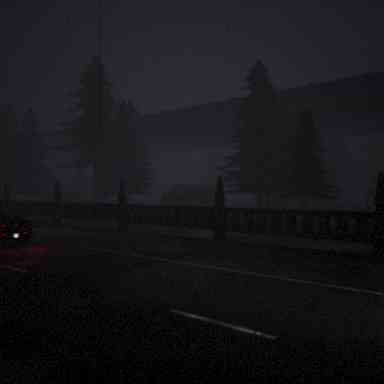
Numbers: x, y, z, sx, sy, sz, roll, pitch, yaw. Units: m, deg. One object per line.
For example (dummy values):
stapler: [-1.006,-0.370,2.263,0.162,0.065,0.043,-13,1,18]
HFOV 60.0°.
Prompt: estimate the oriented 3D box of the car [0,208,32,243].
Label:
car: [-9.009,1.479,14.712,4.892,1.490,1.837,0,0,35]
